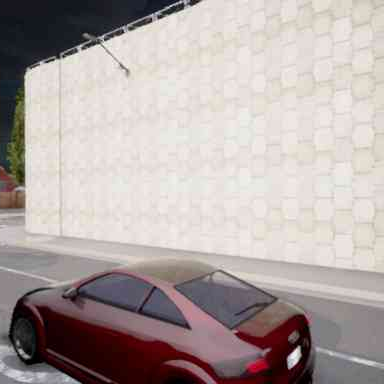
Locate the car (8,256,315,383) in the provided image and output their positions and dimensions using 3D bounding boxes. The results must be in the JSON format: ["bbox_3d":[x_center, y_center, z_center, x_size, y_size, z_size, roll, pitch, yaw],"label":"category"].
[{"bbox_3d":[-0.619,1.587,4.426,4.181,1.385,1.994,-1,0,37],"label":"car"}]
